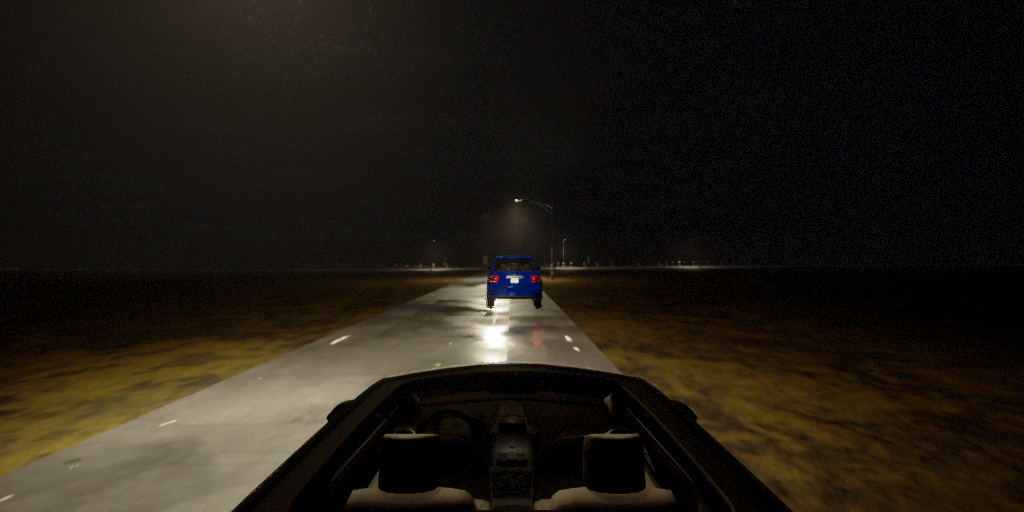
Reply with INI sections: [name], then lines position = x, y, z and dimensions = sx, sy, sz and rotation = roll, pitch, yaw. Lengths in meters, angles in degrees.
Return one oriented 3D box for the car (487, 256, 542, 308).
[car]
position = 0.096, 1.023, 15.728
dimensions = 2.150, 2.045, 5.566
rotation = 0, 0, 0
